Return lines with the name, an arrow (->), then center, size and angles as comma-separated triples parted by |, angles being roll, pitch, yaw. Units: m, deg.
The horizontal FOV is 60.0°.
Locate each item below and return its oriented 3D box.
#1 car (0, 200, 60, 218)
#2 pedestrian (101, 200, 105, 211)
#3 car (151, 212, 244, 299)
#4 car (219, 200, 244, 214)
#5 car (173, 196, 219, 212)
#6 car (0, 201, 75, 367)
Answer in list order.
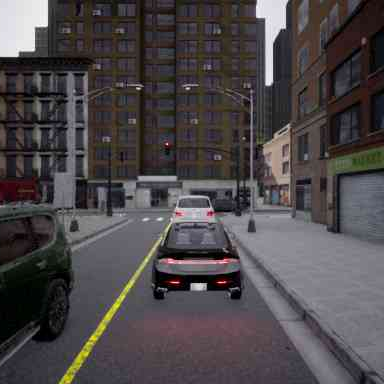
car -> -15.472, 1.577, 31.624 | 5.008, 1.535, 1.882 | 0, 0, -2
pedestrian -> -10.156, 1.497, 37.932 | 0.375, 1.300, 0.375 | 0, 0, -1
car -> 0.101, 1.490, 8.407 | 2.128, 1.511, 4.902 | 0, 0, 0
car -> 2.575, 1.504, 33.757 | 5.357, 1.411, 2.033 | -1, 0, -21
car -> 0.100, 1.215, 18.861 | 2.150, 2.045, 5.566 | 0, 0, 0
car -> -3.102, 1.221, 3.576 | 2.150, 2.045, 5.566 | 0, 0, 0
